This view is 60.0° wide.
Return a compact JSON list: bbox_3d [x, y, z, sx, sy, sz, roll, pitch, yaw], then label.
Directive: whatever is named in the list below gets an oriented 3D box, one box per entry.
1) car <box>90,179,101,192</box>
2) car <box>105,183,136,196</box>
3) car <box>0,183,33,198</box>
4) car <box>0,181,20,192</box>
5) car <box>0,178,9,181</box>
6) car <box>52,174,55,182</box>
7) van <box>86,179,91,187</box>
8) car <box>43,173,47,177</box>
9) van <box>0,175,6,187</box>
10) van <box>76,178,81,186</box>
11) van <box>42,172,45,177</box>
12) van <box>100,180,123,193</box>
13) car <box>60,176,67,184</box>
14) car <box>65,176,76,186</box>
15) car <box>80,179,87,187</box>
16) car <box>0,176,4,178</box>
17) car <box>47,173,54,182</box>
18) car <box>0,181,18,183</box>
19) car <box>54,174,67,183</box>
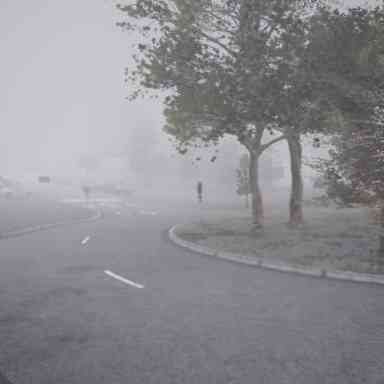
[{"bbox_3d":[-15.222,-0.993,60.834,2.435,2.045,5.566,6,4,32],"label":"car"},{"bbox_3d":[-11.545,-0.236,56.169,2.097,1.535,5.008,5,4,32],"label":"car"},{"bbox_3d":[-23.532,-0.060,44.051,2.002,1.452,4.674,5,5,30],"label":"car"},{"bbox_3d":[-29.218,-0.816,50.775,2.163,1.488,4.792,5,5,30],"label":"car"},{"bbox_3d":[-27.290,-0.724,48.563,2.185,1.767,4.553,5,5,30],"label":"car"},{"bbox_3d":[-30.121,-2.782,79.653,2.231,1.521,4.892,5,4,31],"label":"car"},{"bbox_3d":[-17.113,-1.221,63.113,1.878,1.987,4.442,6,4,32],"label":"van"},{"bbox_3d":[-34.006,-3.291,84.113,1.946,1.575,5.366,6,4,30],"label":"car"},{"bbox_3d":[-34.913,-1.812,57.434,1.878,1.987,4.442,5,5,30],"label":"van"},{"bbox_3d":[-20.692,-1.734,68.024,1.878,1.987,4.442,5,4,32],"label":"van"},{"bbox_3d":[-35.742,-3.772,86.665,1.878,1.987,4.442,5,4,30],"label":"van"},{"bbox_3d":[-13.310,-0.716,58.611,1.878,1.987,4.442,5,4,32],"label":"van"},{"bbox_3d":[-26.337,-2.243,75.004,2.163,1.488,4.792,5,4,31],"label":"car"},{"bbox_3d":[-24.471,-2.016,72.639,2.231,1.521,4.892,6,4,31],"label":"car"},{"bbox_3d":[-18.926,-1.377,65.550,2.185,1.767,4.553,5,4,32],"label":"car"},{"bbox_3d":[-31.070,-1.222,53.066,2.185,1.767,4.553,5,5,30],"label":"car"},{"bbox_3d":[-31.986,-3.289,81.981,2.435,2.045,5.566,5,4,30],"label":"car"},{"bbox_3d":[-25.411,-0.321,46.327,2.163,1.488,4.792,5,5,30],"label":"car"},{"bbox_3d":[-28.199,-2.778,77.331,2.435,2.045,5.566,5,4,31],"label":"car"}]
